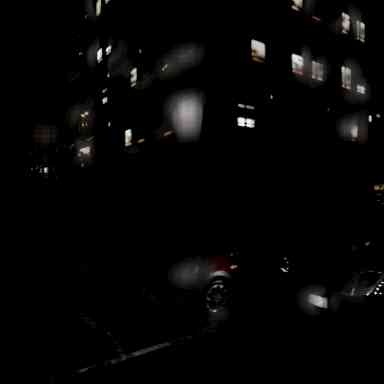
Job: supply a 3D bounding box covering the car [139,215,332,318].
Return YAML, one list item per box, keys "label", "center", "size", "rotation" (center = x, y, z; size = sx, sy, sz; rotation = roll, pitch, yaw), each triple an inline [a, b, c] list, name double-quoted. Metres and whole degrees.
- label: "car"
  center: [0.896, 1.362, 7.192]
  size: [4.097, 1.590, 1.967]
  rotation: [-1, 1, -35]

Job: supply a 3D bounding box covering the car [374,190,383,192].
- label: "car"
  center: [19.317, 0.694, 34.511]
  size: [2.192, 1.841, 5.009]
  rotation: [-1, 1, -36]

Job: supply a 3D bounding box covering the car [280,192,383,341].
- label: "car"
  center: [3.994, 1.113, 6.217]
  size: [5.566, 2.045, 2.150]
  rotation: [-1, 1, -35]
